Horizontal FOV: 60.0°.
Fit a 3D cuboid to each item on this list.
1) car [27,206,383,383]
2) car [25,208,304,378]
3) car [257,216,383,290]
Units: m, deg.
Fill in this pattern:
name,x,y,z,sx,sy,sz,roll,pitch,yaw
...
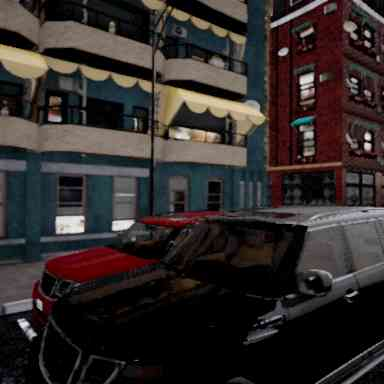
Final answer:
name,x,y,z,sx,sy,sz,roll,pitch,yaw
car,1.045,1.242,4.216,5.566,2.045,2.150,0,0,-37
car,-0.256,1.351,6.460,5.009,1.841,2.192,0,1,-37
car,4.166,1.580,9.849,4.507,1.381,1.887,0,1,-37
